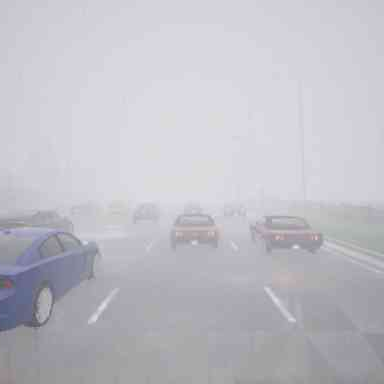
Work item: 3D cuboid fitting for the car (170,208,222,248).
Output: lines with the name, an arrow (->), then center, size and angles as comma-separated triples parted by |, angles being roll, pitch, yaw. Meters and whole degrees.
car -> 0.103, 1.608, 14.743 | 1.895, 1.301, 4.718 | 0, 0, 0

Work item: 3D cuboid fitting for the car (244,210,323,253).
car -> 3.603, 1.608, 13.710 | 1.895, 1.301, 4.718 | 0, 0, 0

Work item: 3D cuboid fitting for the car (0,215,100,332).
car -> -3.399, 1.481, 6.992 | 1.882, 1.535, 5.008 | 0, 0, 0

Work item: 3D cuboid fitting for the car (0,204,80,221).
car -> -6.895, 1.513, 14.855 | 1.837, 1.490, 4.892 | 0, 0, 0

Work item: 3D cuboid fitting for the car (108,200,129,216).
car -> -6.893, 1.495, 32.904 | 1.882, 1.535, 5.008 | 0, 0, 0

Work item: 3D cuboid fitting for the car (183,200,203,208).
car -> 0.095, 1.542, 32.399 | 1.812, 1.442, 4.674 | 0, 0, 0

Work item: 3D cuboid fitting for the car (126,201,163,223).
car -> -3.394, 1.561, 25.920 | 2.033, 1.411, 5.357 | 0, 0, 0

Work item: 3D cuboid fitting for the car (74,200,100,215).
car -> -10.405, 1.543, 32.400 | 1.812, 1.442, 4.674 | 0, 0, 0

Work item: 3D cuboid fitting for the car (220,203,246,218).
car -> 3.607, 1.616, 29.823 | 1.895, 1.301, 4.718 | 0, 0, 0
